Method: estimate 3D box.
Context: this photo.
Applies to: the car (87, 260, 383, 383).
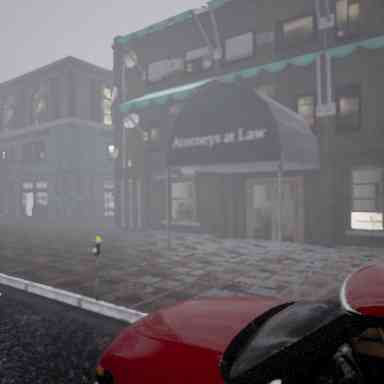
[{"bbox_3d":[1.552,1.312,1.768,5.009,1.841,2.192,-1,0,35],"label":"car"}]
